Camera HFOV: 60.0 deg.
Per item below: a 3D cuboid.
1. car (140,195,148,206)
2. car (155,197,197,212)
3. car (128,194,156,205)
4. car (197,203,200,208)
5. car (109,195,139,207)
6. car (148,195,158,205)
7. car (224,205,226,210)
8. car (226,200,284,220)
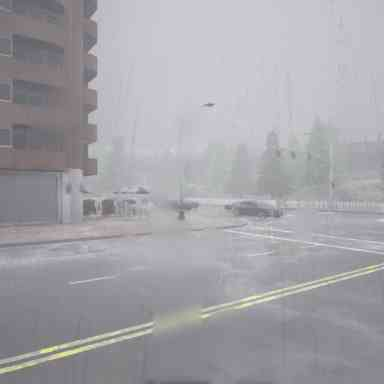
[{"bbox_3d":[-9.879,1.437,52.154,4.902,1.511,2.128,0,0,33],"label":"car"},{"bbox_3d":[-1.907,1.545,38.178,1.895,1.301,4.718,0,0,-36],"label":"car"},{"bbox_3d":[-9.025,1.296,59.939,4.553,1.767,2.097,0,0,30],"label":"car"},{"bbox_3d":[-1.121,1.545,42.963,1.895,1.301,4.718,0,0,-37],"label":"car"},{"bbox_3d":[-10.515,1.435,48.305,4.902,1.511,2.128,0,0,37],"label":"car"},{"bbox_3d":[-5.620,1.492,53.727,5.357,1.411,2.033,0,0,40],"label":"car"},{"bbox_3d":[5.471,1.545,33.832,1.895,1.301,4.718,0,0,-35],"label":"car"},{"bbox_3d":[5.410,1.451,27.841,1.837,1.490,4.892,0,-1,-35],"label":"car"}]
